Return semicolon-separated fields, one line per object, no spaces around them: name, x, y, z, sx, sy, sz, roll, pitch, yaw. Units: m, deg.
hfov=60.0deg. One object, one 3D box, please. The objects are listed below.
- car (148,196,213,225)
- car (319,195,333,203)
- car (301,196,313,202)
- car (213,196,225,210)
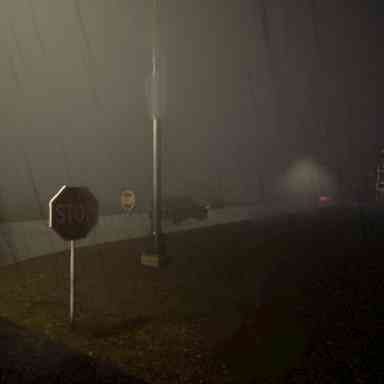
car;-0.963;1.306;25.319;2.150;2.045;5.566;0;0;34
car;31.951;1.586;79.979;2.097;1.767;4.553;0;0;30
car;28.101;1.747;81.256;2.128;1.511;4.902;0;0;34
car;2.462;1.466;43.014;2.097;1.767;4.553;0;0;34
